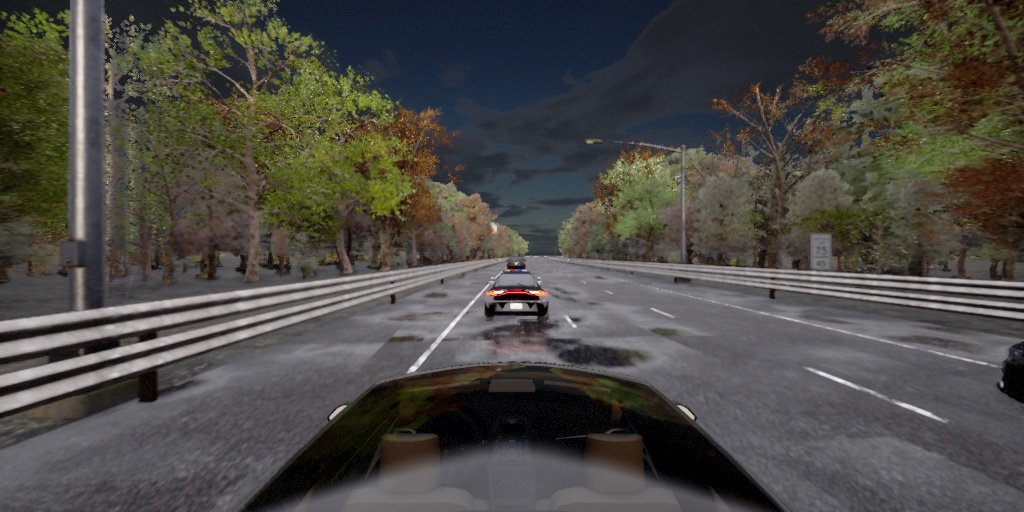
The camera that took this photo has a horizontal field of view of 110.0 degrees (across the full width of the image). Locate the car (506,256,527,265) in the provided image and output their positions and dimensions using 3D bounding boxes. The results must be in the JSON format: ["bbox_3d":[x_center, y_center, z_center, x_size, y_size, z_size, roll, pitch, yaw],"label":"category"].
[{"bbox_3d":[0.515,0.968,42.202,2.150,2.045,5.566,0,0,1],"label":"car"}]

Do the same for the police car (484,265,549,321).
[{"bbox_3d":[0.142,1.254,12.645,2.038,1.542,4.974,0,0,0],"label":"police car"}]

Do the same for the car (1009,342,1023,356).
[{"bbox_3d":[7.107,1.243,2.462,2.128,1.511,4.902,0,0,0],"label":"car"}]
